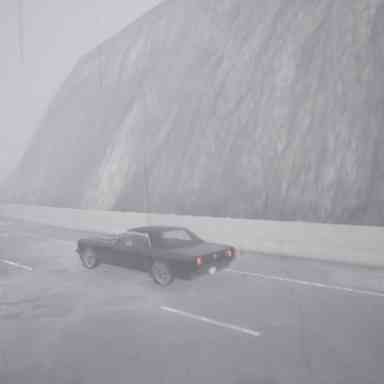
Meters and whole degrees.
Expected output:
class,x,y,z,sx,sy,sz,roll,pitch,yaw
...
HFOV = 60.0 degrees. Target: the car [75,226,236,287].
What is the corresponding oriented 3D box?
class,x,y,z,sx,sy,sz,roll,pitch,yaw
car,-1.249,1.621,9.441,4.718,1.301,1.895,0,0,38
